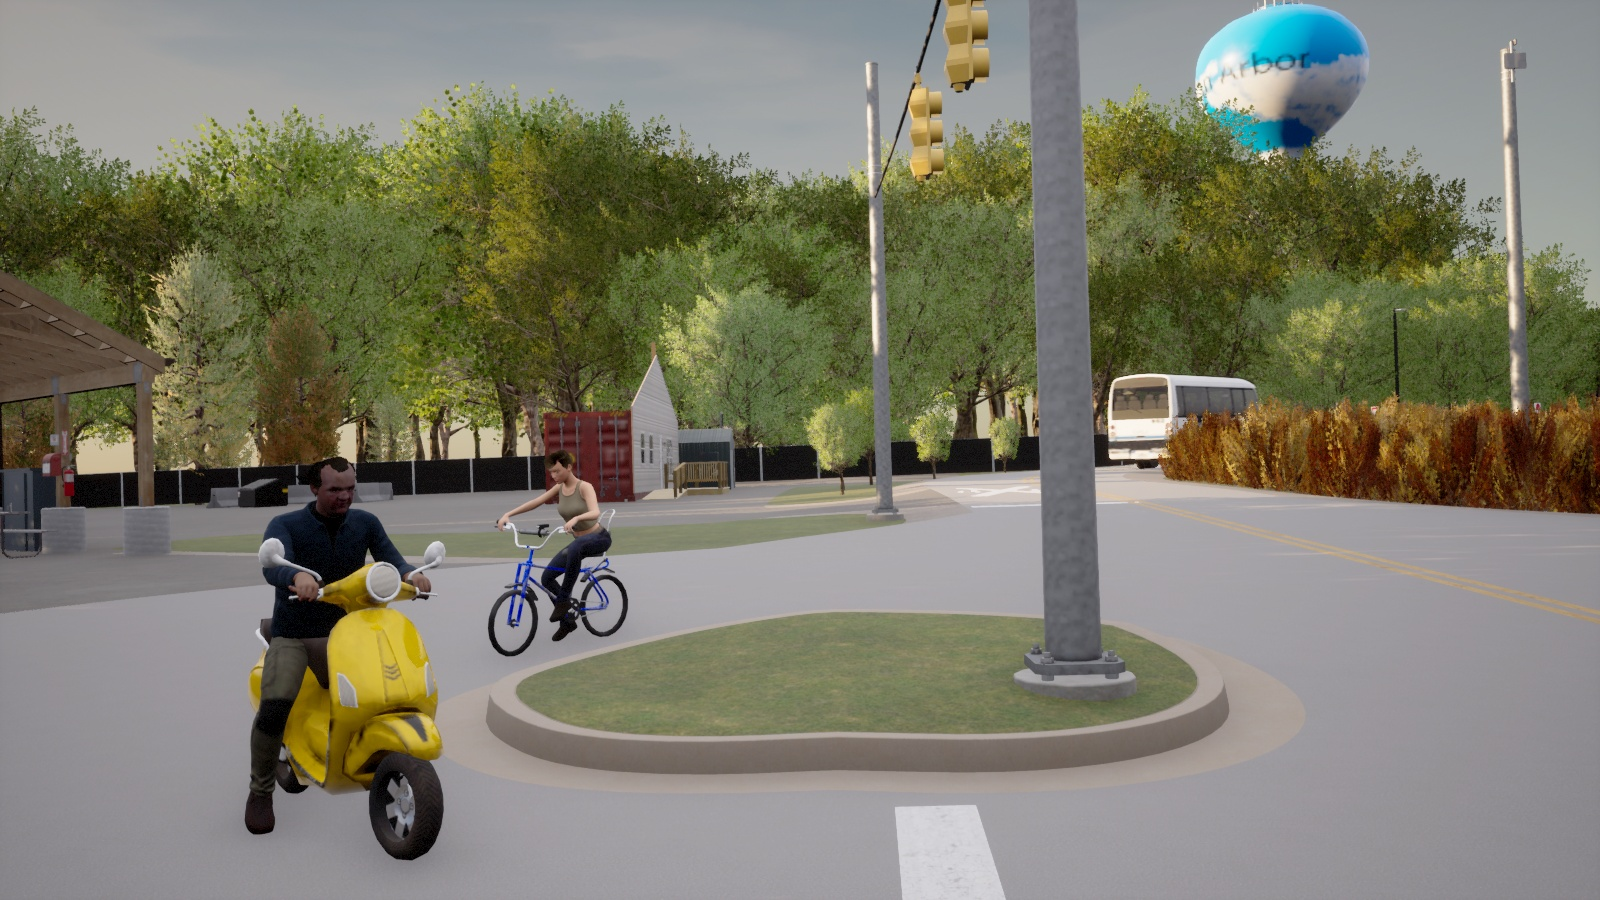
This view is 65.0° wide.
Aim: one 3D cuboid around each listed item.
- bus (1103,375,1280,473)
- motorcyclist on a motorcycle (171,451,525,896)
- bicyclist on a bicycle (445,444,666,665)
[{"bbox_3d":[18.664,-1.184,59.308,3.944,4.253,10.273,-1,0,42],"label":"bus"},{"bbox_3d":[-2.030,0.808,5.479,0.866,1.590,1.817,0,0,-40],"label":"motorcyclist on a motorcycle"},{"bbox_3d":[-1.981,0.793,10.328,0.866,1.612,1.509,-1,2,39],"label":"bicyclist on a bicycle"}]
